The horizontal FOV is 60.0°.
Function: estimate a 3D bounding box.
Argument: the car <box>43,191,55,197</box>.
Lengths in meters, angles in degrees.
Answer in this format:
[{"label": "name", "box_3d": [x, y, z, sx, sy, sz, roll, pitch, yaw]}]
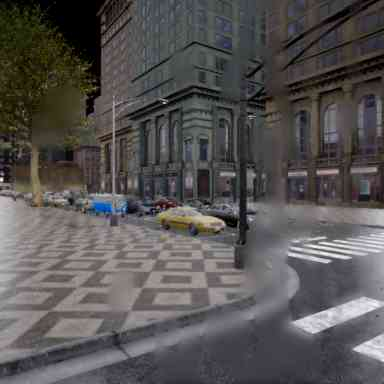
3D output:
[{"label": "car", "box_3d": [-35.429, 0.471, 82.526, 1.802, 1.307, 4.206, 1, 0, -35]}]

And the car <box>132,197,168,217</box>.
[{"label": "car", "box_3d": [-4.142, 1.322, 28.062, 1.994, 1.385, 4.181, 0, 1, -35]}]

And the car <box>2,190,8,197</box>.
[{"label": "car", "box_3d": [-42.388, 0.330, 77.605, 1.967, 1.590, 4.097, 1, 0, -35]}]

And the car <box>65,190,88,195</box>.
[{"label": "car", "box_3d": [-15.643, 0.710, 44.448, 2.150, 2.045, 5.566, 0, 1, -35]}]

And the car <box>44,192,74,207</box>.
[{"label": "car", "box_3d": [-16.363, 1.051, 40.763, 1.752, 1.417, 4.829, 1, 0, -35]}]

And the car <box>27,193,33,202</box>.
[{"label": "car", "box_3d": [-22.943, 0.911, 50.078, 2.008, 1.369, 4.403, 1, 0, -35]}]

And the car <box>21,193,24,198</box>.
[{"label": "car", "box_3d": [-26.184, 0.830, 54.665, 2.008, 1.369, 4.403, 1, 0, -35]}]

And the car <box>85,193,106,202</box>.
[{"label": "car", "box_3d": [-15.984, 0.910, 55.001, 2.008, 1.369, 4.403, 1, 0, -35]}]

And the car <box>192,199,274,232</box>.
[{"label": "car", "box_3d": [2.387, 1.370, 18.808, 2.128, 1.511, 4.902, 0, 1, -35]}]

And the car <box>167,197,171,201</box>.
[{"label": "car", "box_3d": [-3.018, 1.224, 36.647, 1.887, 1.381, 4.507, 1, 0, -35]}]

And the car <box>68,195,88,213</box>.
[{"label": "car", "box_3d": [-9.978, 1.230, 31.722, 2.008, 1.369, 4.403, 1, 0, -35]}]

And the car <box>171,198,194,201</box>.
[{"label": "car", "box_3d": [0.221, 1.315, 32.060, 1.947, 1.339, 4.313, 1, 0, -35]}]

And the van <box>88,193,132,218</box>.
[{"label": "van", "box_3d": [-6.735, 1.091, 27.133, 1.690, 1.788, 3.998, 1, 0, -35]}]

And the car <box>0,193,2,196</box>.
[{"label": "car", "box_3d": [-45.630, 0.254, 82.194, 1.967, 1.590, 4.097, 1, 0, -35]}]

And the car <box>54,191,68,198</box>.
[{"label": "car", "box_3d": [-28.947, 0.587, 73.351, 1.887, 1.381, 4.507, 1, 0, -35]}]

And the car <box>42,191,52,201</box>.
[{"label": "car", "box_3d": [-19.702, 0.992, 45.490, 2.008, 1.369, 4.403, 1, 0, -35]}]

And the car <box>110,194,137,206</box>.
[{"label": "car", "box_3d": [-9.502, 1.074, 45.826, 2.008, 1.369, 4.403, 1, 0, -35]}]

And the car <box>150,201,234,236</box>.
[{"label": "car", "box_3d": [-0.155, 1.398, 17.813, 1.752, 1.417, 4.829, 1, 0, -35]}]

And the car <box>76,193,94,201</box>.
[{"label": "car", "box_3d": [-19.225, 0.861, 59.589, 1.802, 1.307, 4.206, 1, 0, -35]}]

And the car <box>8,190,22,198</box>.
[{"label": "car", "box_3d": [-35.905, 0.483, 68.429, 1.967, 1.590, 4.097, 1, 0, -35]}]

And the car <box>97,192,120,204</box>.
[{"label": "car", "box_3d": [-12.741, 0.881, 50.414, 1.967, 1.590, 4.097, 1, 0, -35]}]
